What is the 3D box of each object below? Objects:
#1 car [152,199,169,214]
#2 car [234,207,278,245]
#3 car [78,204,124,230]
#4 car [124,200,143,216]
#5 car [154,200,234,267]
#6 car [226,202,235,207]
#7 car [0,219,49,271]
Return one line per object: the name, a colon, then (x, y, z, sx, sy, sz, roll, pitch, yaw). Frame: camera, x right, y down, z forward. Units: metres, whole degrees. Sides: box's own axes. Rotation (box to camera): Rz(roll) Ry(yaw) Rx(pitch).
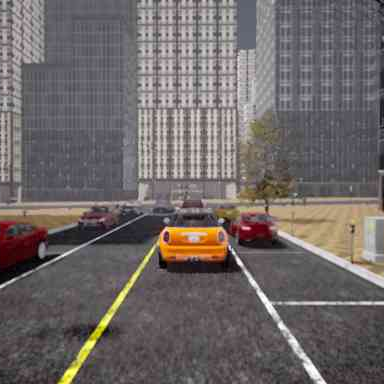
car: (-3.031, 1.465, 35.092, 2.033, 1.411, 5.357, 0, 0, 0)
car: (2.688, 1.546, 15.048, 1.802, 1.307, 4.206, -1, 0, 0)
car: (-5.691, 1.533, 20.611, 1.802, 1.307, 4.206, -1, 0, 0)
car: (-5.688, 1.476, 31.730, 2.008, 1.369, 4.403, -1, 0, 0)
car: (0.068, 1.325, 11.490, 2.097, 1.767, 4.553, 0, 0, 0)
car: (2.690, 1.463, 26.338, 1.752, 1.417, 4.829, -1, 0, 0)
car: (-5.695, 1.522, 9.492, 1.887, 1.381, 4.507, -1, 0, 0)
